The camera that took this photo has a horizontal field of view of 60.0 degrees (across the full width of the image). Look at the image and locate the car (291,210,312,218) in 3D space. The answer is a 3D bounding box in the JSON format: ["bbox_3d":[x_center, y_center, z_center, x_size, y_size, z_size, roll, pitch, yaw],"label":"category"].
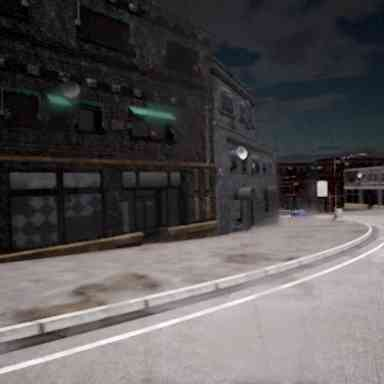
[{"bbox_3d":[20.376,4.071,62.165,1.882,1.535,5.008,-2,-3,-12],"label":"car"}]
